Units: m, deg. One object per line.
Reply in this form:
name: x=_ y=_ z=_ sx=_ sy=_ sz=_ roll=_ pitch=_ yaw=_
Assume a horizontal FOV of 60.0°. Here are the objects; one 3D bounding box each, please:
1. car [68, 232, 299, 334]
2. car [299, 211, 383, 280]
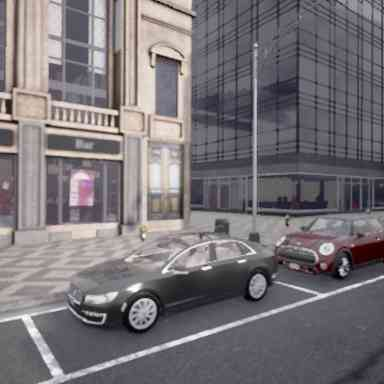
car: x=-0.150 y=1.535 z=6.648 sx=4.403 sy=1.369 sz=2.008 roll=0 pitch=1 yaw=-36
car: x=4.293 y=1.403 z=9.819 sx=4.097 sy=1.590 sz=1.967 roll=0 pitch=1 yaw=-36
